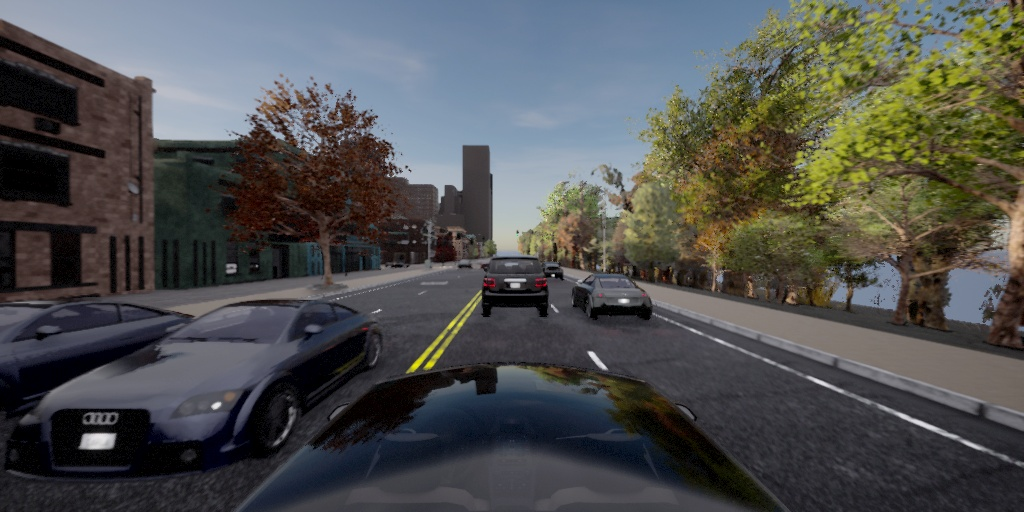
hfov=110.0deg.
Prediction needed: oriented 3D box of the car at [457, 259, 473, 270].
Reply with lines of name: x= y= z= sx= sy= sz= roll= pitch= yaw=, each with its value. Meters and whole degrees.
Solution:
car: x=-7.101 y=1.246 z=54.542 sx=1.882 sy=1.535 sz=5.008 roll=0 pitch=0 yaw=-1

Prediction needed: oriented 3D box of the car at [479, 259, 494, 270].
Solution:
car: x=-3.852 y=1.245 z=54.591 sx=1.882 sy=1.535 sz=5.008 roll=0 pitch=0 yaw=-1

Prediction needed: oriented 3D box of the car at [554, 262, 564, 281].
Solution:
car: x=3.172 y=1.263 z=30.351 sx=1.837 sy=1.490 sz=4.892 roll=0 pitch=0 yaw=-1

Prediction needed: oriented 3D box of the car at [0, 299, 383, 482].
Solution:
car: x=-3.353 y=1.315 z=4.896 sx=1.994 sy=1.385 sz=4.181 roll=0 pitch=0 yaw=0

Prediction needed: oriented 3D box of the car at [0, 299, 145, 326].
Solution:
car: x=-6.602 y=1.314 z=4.844 sx=1.994 sy=1.385 sz=4.181 roll=0 pitch=0 yaw=0

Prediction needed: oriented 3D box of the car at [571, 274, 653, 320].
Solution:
car: x=3.345 y=1.317 z=12.728 sx=1.994 sy=1.385 sz=4.181 roll=0 pitch=0 yaw=0

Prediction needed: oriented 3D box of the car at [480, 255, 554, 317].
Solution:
car: x=0.096 y=0.975 z=13.402 sx=2.150 sy=2.045 sz=5.566 roll=0 pitch=0 yaw=0
